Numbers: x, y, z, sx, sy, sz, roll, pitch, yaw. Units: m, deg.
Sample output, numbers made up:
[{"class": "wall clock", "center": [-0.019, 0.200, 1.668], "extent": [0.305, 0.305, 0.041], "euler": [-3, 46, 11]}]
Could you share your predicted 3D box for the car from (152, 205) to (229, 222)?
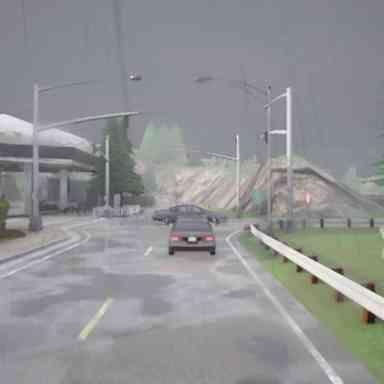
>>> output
[{"class": "car", "center": [-0.072, 1.615, 23.632], "extent": [5.357, 1.411, 2.033], "euler": [0, -1, 7]}]

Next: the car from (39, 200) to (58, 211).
[{"class": "car", "center": [-20.210, 1.923, 45.741], "extent": [2.242, 1.667, 4.611], "euler": [0, -1, -1]}]

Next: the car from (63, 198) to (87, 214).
[{"class": "car", "center": [-14.506, 1.714, 41.462], "extent": [1.905, 1.878, 3.866], "euler": [0, -1, -1]}]

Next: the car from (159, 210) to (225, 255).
[{"class": "car", "center": [0.008, 1.682, 13.872], "extent": [2.033, 1.411, 5.357], "euler": [0, -1, 0]}]
